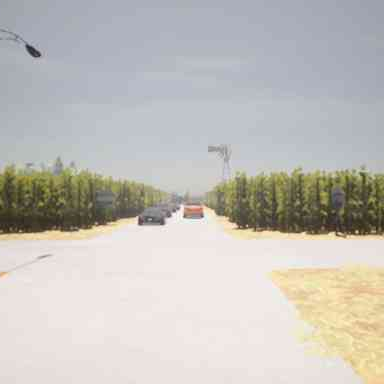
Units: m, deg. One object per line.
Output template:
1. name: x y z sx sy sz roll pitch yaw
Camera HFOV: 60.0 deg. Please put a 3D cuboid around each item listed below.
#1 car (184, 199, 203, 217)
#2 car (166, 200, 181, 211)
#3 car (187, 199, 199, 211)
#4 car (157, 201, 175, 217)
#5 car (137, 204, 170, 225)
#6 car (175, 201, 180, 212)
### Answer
1. car: 0.161 1.788 36.478 2.097 1.767 4.553 0 0 0
2. car: -3.056 2.244 55.031 2.097 1.767 4.553 0 -2 1
3. car: 0.218 2.289 60.980 2.150 2.045 5.566 0 -1 0
4. car: -3.126 1.936 35.734 1.837 1.490 4.892 0 0 0
5. car: -3.146 1.909 26.867 1.994 1.385 4.181 0 -1 0
6. car: -3.102 2.066 45.200 2.128 1.511 4.902 0 -2 0
